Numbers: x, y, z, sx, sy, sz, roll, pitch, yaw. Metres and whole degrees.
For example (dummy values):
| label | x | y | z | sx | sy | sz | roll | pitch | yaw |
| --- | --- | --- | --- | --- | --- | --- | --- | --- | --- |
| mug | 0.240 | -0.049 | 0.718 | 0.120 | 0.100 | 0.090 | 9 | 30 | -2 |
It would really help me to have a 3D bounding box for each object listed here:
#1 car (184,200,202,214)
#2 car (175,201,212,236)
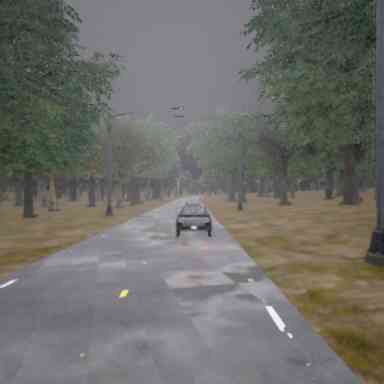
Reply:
| label | x | y | z | sx | sy | sz | roll | pitch | yaw |
| --- | --- | --- | --- | --- | --- | --- | --- | --- | --- |
| car | 0.088 | 1.621 | 37.284 | 1.895 | 1.301 | 4.718 | 0 | 0 | 0 |
| car | 0.094 | 1.494 | 18.451 | 2.128 | 1.511 | 4.902 | 0 | 0 | 0 |
